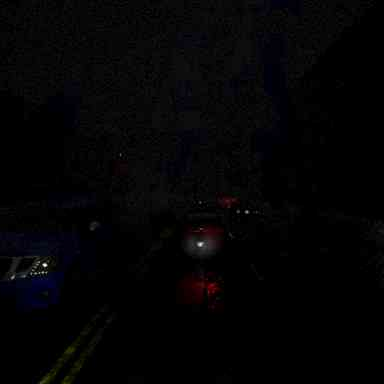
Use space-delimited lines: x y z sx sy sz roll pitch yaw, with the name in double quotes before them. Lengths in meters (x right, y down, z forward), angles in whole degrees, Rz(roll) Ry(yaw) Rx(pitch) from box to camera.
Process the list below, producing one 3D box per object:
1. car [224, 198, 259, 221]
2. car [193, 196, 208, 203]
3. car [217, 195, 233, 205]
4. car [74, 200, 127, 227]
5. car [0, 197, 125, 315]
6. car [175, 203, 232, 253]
"car" 3.909 1.441 25.886 2.033 1.411 5.357 1 0 1
"car" 1.028 1.264 41.781 2.033 1.411 5.357 1 1 1
"car" 4.295 1.095 42.017 2.097 1.767 4.553 1 0 1
"car" -6.068 1.369 22.865 2.033 1.411 5.357 1 0 2
"car" -3.127 1.166 7.801 2.150 2.045 5.566 1 0 2
"car" 0.366 1.452 13.441 1.837 1.490 4.892 1 1 1
